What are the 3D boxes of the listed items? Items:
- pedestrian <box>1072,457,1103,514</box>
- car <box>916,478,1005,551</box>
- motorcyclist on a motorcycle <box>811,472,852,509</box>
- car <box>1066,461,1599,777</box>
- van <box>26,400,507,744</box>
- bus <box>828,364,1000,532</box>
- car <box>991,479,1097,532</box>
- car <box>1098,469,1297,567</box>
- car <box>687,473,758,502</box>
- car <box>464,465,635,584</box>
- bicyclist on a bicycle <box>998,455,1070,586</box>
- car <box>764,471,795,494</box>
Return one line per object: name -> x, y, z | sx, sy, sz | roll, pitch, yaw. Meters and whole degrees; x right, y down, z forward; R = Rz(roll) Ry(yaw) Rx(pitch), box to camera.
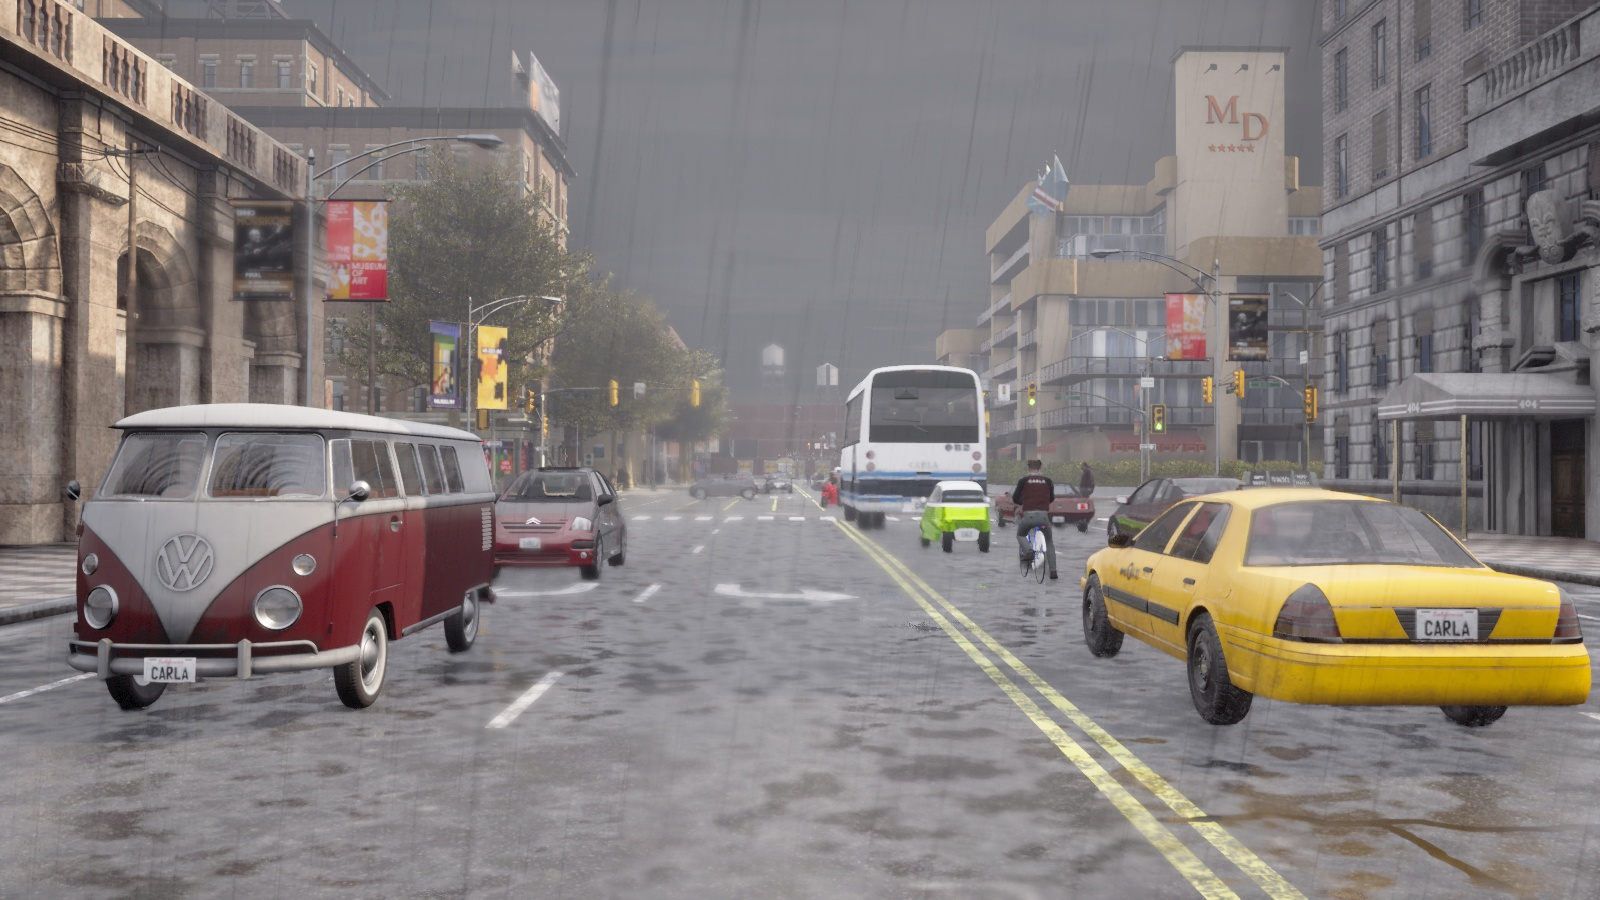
pedestrian -> 9.500, 1.165, 41.516 | 0.899, 1.844, 0.634 | 0, -1, 2
car -> 3.228, 1.283, 25.507 | 1.481, 1.376, 2.207 | 0, 0, -1
motorcyclist on a motorcycle -> 1.343, 1.672, 52.568 | 0.797, 1.523, 2.044 | 0, -1, 30
car -> 3.397, 0.891, 8.986 | 1.801, 1.575, 5.366 | 0, -1, 0
van -> -3.607, 0.741, 9.502 | 1.775, 1.987, 4.442 | 0, -1, -1
bus -> 3.007, 0.046, 37.008 | 3.944, 4.253, 10.273 | 0, -1, -1
car -> 6.565, 1.463, 34.291 | 1.895, 1.301, 4.718 | 0, -1, -1
car -> 6.783, 1.103, 21.995 | 2.007, 1.525, 4.514 | 0, -1, -1
car -> -4.072, 1.952, 66.113 | 3.633, 1.501, 1.845 | 0, -1, -1
car -> -3.690, 1.049, 19.162 | 1.851, 1.617, 3.988 | 0, -1, -1
bicyclist on a bicycle -> 3.325, 0.973, 17.986 | 0.659, 1.776, 1.843 | 0, -1, -1
car -> -1.442, 2.247, 87.812 | 2.128, 1.511, 4.902 | 0, -1, -1
